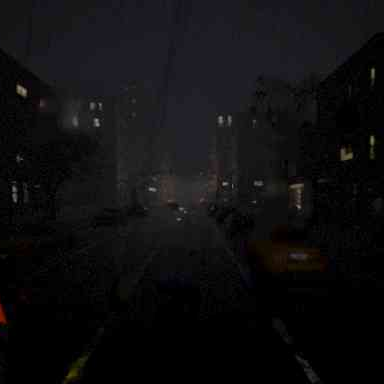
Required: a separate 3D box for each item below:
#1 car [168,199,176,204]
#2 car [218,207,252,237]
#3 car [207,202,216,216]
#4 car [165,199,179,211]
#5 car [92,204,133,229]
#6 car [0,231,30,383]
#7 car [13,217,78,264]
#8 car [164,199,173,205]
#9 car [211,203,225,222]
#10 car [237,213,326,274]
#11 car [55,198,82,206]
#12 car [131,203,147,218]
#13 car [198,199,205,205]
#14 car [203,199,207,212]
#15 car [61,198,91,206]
[{"bbox_3d":[-5.661,2.629,93.413,2.008,1.369,4.403,0,-1,0],"label":"car"},{"bbox_3d":[2.803,1.763,19.072,2.008,1.369,4.403,0,-1,0],"label":"car"},{"bbox_3d":[2.836,1.981,35.617,1.802,1.307,4.206,0,-1,0],"label":"car"},{"bbox_3d":[-2.990,2.141,51.489,1.994,1.385,4.181,0,0,0],"label":"car"},{"bbox_3d":[-5.800,1.815,23.701,2.008,1.369,4.403,0,-1,0],"label":"car"},{"bbox_3d":[-3.098,1.374,1.862,2.097,1.767,4.553,0,-1,0],"label":"car"},{"bbox_3d":[-5.748,1.665,12.466,1.752,1.417,4.829,1,-1,0],"label":"car"},{"bbox_3d":[-5.754,2.500,83.311,1.887,1.381,4.507,0,-1,0],"label":"car"},{"bbox_3d":[2.834,1.863,26.617,1.947,1.339,4.313,0,-1,0],"label":"car"},{"bbox_3d":[2.761,1.646,10.852,1.752,1.417,4.829,0,-1,0],"label":"car"},{"bbox_3d":[-22.520,1.842,60.694,4.181,1.385,1.994,1,-1,-1],"label":"car"},{"bbox_3d":[-5.803,1.827,34.520,1.967,1.590,4.097,0,-1,0],"label":"car"},{"bbox_3d":[2.829,2.380,82.088,1.967,1.590,4.097,0,-1,0],"label":"car"},{"bbox_3d":[2.838,2.046,44.619,1.887,1.381,4.507,0,-1,0],"label":"car"},{"bbox_3d":[-19.982,1.818,57.964,4.507,1.381,1.887,1,-2,0],"label":"car"}]
